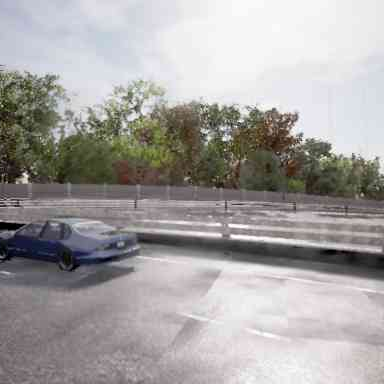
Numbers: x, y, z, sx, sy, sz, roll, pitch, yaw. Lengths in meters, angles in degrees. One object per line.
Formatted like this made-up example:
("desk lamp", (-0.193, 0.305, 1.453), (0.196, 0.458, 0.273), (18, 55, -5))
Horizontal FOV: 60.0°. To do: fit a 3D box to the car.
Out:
("car", (-4.151, 1.492, 10.516), (5.357, 1.411, 2.033), (0, 0, 30))
